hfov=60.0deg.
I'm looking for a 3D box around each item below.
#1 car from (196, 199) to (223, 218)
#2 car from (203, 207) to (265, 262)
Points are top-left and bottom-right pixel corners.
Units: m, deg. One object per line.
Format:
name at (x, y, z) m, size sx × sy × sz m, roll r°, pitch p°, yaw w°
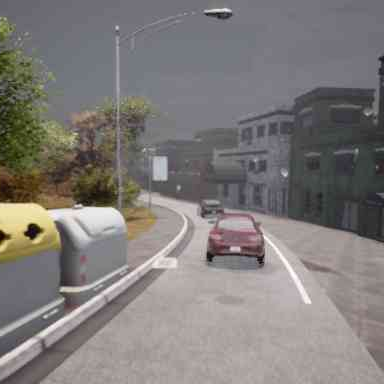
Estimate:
car at (1.518, 1.368, 29.049) m, size 1.837 × 1.490 × 4.892 m, roll 0°, pitch 0°, yaw -6°
car at (1.540, 1.494, 11.968) m, size 1.812 × 1.442 × 4.674 m, roll 1°, pitch 0°, yaw 7°
